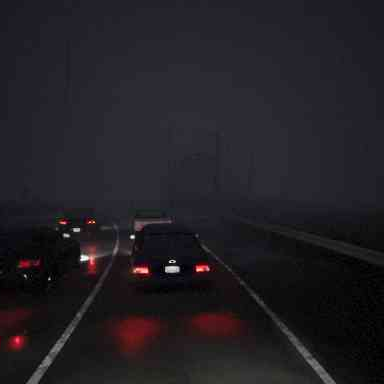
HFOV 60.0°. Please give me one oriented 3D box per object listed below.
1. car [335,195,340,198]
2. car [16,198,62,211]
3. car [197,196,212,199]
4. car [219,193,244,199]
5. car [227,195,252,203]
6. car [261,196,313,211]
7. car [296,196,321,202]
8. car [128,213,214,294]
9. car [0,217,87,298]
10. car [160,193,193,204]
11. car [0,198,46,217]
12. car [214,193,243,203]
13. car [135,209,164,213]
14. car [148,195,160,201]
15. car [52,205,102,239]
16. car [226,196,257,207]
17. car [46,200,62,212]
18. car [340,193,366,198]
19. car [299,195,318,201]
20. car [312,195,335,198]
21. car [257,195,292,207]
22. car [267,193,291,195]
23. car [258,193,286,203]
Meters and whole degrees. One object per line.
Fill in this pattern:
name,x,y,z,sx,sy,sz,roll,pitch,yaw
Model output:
car,35.197,1.525,80.882,4.902,1.511,2.128,0,0,-34
car,-18.478,1.509,40.461,4.892,1.490,1.837,0,0,-20
car,2.268,1.553,70.362,4.181,1.385,1.994,0,0,-20
car,7.087,1.221,61.026,5.566,2.045,2.150,0,0,-19
car,10.478,1.525,73.319,4.902,1.511,2.128,0,0,-20
car,11.456,1.547,40.084,5.357,1.411,2.033,0,0,-20
car,26.534,1.540,75.770,5.357,1.411,2.033,0,0,-22
car,-0.693,1.547,8.936,2.033,1.411,5.357,0,0,-7
car,-4.208,1.564,8.494,1.994,1.385,4.181,0,0,-6
car,-2.674,1.352,57.525,4.553,1.767,2.097,0,0,-20
car,-16.234,1.485,30.108,5.008,1.535,1.882,0,0,-20
car,7.523,1.221,68.544,5.566,2.045,2.150,0,0,-20
car,-2.371,1.601,18.437,1.895,1.301,4.718,0,0,-12
car,-6.911,1.352,67.119,4.553,1.767,2.097,0,0,-20
car,-5.685,1.526,17.104,1.812,1.442,4.674,0,0,-13
car,8.019,1.601,50.007,4.718,1.301,1.895,0,0,-20
car,-15.277,1.533,34.173,4.674,1.442,1.812,0,0,-20
car,35.695,1.225,72.841,5.566,2.045,2.150,0,0,-30
car,28.116,1.552,80.555,4.181,1.385,1.994,0,0,-26
car,26.155,1.478,67.913,5.008,1.535,1.882,0,0,-22
car,11.537,1.506,43.833,4.892,1.490,1.837,0,0,-20
car,16.849,1.221,64.503,5.566,2.045,2.150,0,0,-19
car,17.275,1.225,72.048,5.566,2.045,2.150,0,0,-20
